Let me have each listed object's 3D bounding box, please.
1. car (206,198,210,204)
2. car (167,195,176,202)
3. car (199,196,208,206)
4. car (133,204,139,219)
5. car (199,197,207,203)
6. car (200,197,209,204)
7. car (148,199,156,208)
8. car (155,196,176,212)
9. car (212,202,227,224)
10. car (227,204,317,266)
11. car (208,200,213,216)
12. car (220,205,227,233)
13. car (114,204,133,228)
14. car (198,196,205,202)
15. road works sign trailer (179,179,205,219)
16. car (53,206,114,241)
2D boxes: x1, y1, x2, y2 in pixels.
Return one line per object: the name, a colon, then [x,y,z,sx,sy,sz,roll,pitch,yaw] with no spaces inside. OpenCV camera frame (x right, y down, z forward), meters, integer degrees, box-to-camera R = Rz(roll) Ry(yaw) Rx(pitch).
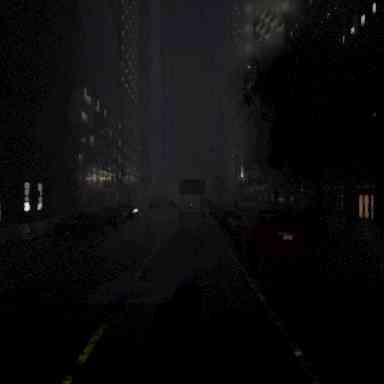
car: [2.701,1.695,34.594,1.752,1.417,4.829,0,0,0]
car: [-5.668,1.667,91.190,2.192,1.841,5.009,1,0,0]
car: [2.706,1.839,62.798,1.947,1.339,4.313,0,0,0]
car: [-5.680,1.695,28.756,2.008,1.369,4.403,0,0,0]
car: [2.709,1.906,79.821,1.802,1.307,4.206,1,0,0]
car: [2.707,1.890,74.147,1.802,1.307,4.206,1,0,0]
car: [-5.677,1.780,51.459,1.887,1.381,4.507,0,0,0]
car: [-3.085,1.694,42.979,2.128,1.511,4.902,0,0,0]
car: [2.699,1.663,23.073,1.887,1.381,4.507,0,0,0]
car: [2.698,1.377,11.725,2.192,1.841,5.009,0,0,0]
car: [2.700,1.695,28.747,2.008,1.369,4.403,0,0,0]
car: [2.698,1.617,17.569,1.752,1.417,4.829,0,0,0]
car: [-5.681,1.669,23.080,2.008,1.369,4.403,0,0,0]
car: [2.711,1.877,91.341,1.752,1.417,4.829,1,0,0]
road works sign trailer: [0.004,0.617,30.663,2.380,3.560,2.880,0,0,0]
car: [-5.682,1.636,17.405,1.887,1.381,4.507,0,0,0]
